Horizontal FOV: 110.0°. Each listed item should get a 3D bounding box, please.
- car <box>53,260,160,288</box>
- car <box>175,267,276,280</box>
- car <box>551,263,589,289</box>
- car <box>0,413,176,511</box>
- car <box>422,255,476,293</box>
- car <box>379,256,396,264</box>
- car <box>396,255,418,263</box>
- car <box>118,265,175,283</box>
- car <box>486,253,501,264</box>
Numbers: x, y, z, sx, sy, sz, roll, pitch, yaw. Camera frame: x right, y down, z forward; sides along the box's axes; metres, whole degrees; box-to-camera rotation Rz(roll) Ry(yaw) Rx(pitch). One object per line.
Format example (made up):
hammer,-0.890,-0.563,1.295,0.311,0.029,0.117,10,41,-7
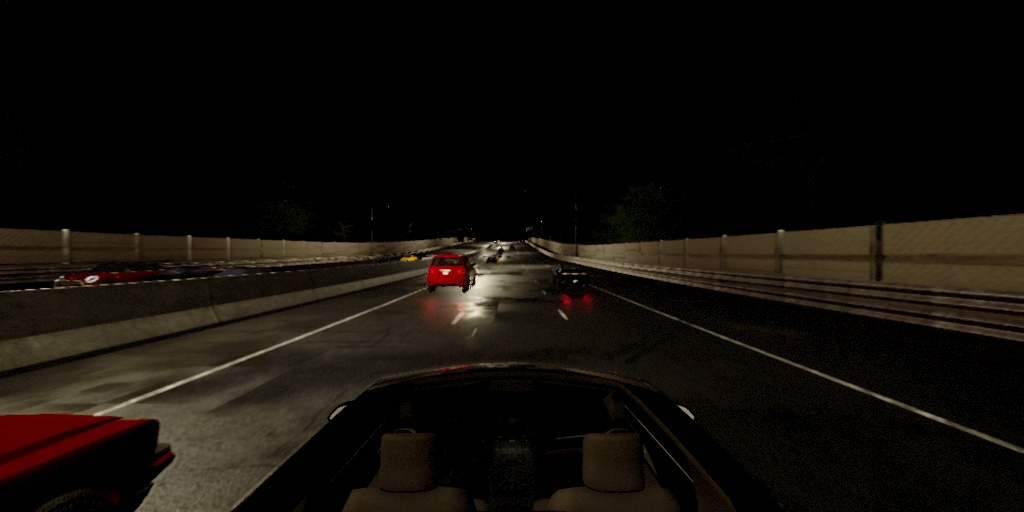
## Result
car,-21.089,1.092,19.217,2.097,1.767,4.553,0,0,0
car,-14.095,1.289,18.866,2.033,1.411,5.357,0,0,0
car,3.598,1.203,22.804,2.128,1.511,4.902,0,1,0
car,-3.400,1.340,0.446,1.895,1.301,4.718,0,0,0
car,-3.401,0.950,21.008,2.150,2.045,5.566,0,0,0
car,-21.011,0.641,60.823,1.994,1.385,4.181,0,1,0
car,-17.514,0.569,61.077,1.882,1.535,5.008,0,1,0
car,-17.590,1.304,19.139,1.994,1.385,4.181,0,0,0
car,-3.502,0.590,62.687,2.033,1.411,5.357,0,1,0
